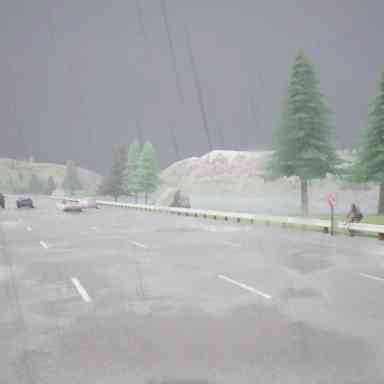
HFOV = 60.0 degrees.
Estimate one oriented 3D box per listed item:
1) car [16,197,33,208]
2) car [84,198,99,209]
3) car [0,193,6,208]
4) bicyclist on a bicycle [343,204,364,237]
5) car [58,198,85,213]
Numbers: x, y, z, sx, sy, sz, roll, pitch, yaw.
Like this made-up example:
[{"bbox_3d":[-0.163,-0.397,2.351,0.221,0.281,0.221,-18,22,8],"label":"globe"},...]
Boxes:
[{"bbox_3d":[-23.814,1.469,47.295,2.128,1.511,4.902,0,0,-31],"label":"car"},{"bbox_3d":[-13.887,1.506,44.254,1.812,1.442,4.674,0,0,-31],"label":"car"},{"bbox_3d":[-27.103,1.198,45.984,2.150,2.045,5.566,0,0,-31],"label":"car"},{"bbox_3d":[8.110,1.420,16.595,1.656,1.620,0.582,6,-3,-30],"label":"bicyclist on a bicycle"},{"bbox_3d":[-13.708,1.584,37.109,1.895,1.301,4.718,0,0,-31],"label":"car"}]
